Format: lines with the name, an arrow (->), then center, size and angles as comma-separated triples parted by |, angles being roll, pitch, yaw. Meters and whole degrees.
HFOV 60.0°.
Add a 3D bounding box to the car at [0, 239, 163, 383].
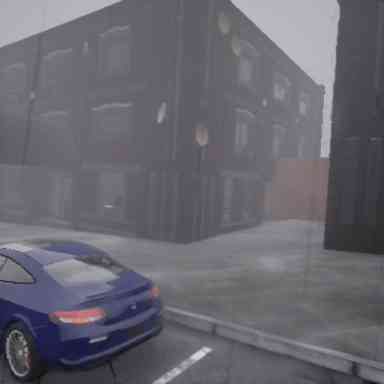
car -> -2.551, 1.495, 5.351 | 4.674, 1.452, 2.002 | 0, 0, 36
